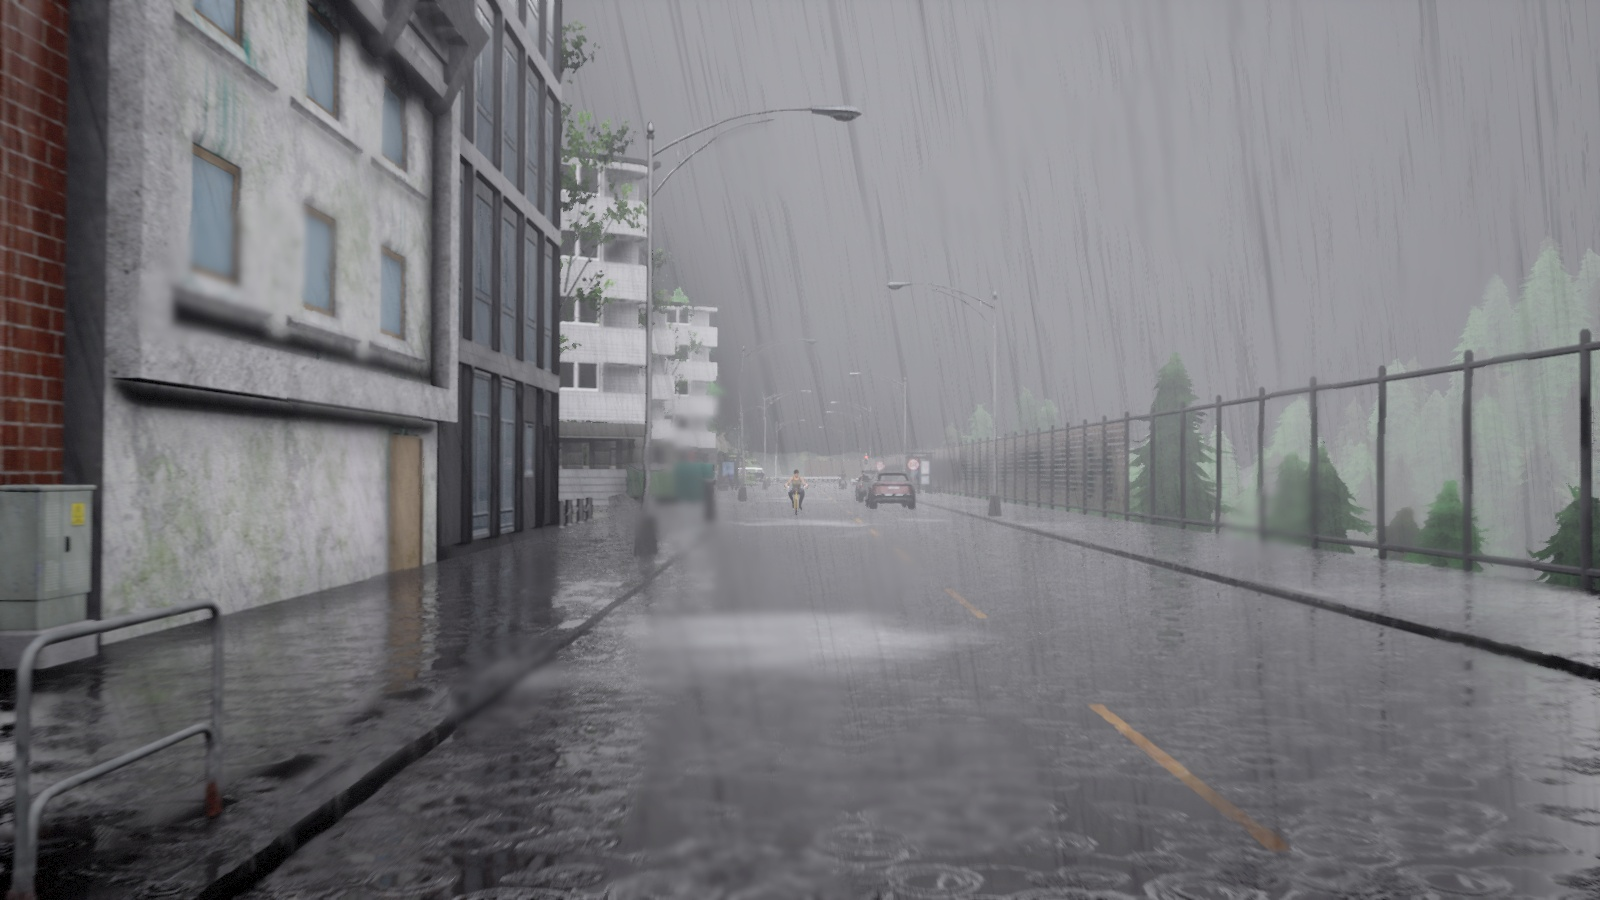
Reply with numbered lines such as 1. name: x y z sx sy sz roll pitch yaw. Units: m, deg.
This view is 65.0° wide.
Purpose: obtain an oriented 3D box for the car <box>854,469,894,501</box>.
1. car: 3.830 1.796 65.622 1.851 1.617 3.988 0 -1 0

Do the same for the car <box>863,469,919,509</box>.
1. car: 3.860 1.635 54.102 2.033 1.649 4.856 0 -1 0
